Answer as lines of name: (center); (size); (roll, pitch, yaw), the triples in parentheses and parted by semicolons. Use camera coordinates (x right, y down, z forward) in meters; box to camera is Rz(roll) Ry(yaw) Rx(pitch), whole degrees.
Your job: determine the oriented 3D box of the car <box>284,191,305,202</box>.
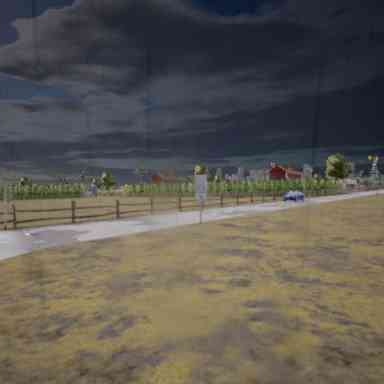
car: (15.132, 0.610, 49.148); (1.882, 1.535, 5.008); (0, 1, 36)
